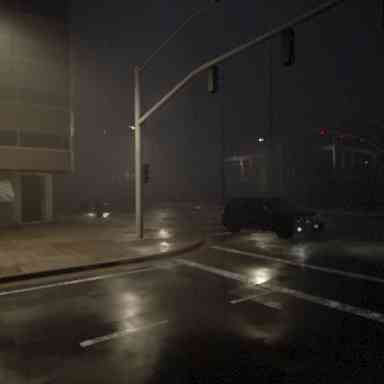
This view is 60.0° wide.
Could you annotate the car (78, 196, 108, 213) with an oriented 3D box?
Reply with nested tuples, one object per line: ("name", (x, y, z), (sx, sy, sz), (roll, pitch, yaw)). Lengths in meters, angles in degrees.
("car", (-11.087, 1.294, 37.217), (2.097, 1.767, 4.553), (-1, 0, -37))

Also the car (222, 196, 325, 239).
("car", (3.902, 1.232, 17.081), (2.150, 2.045, 5.566), (-1, -1, -37))
